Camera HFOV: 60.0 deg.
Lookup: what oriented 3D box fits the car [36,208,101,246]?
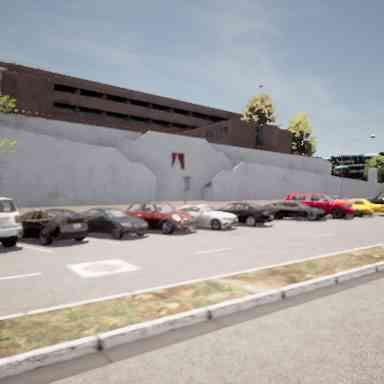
[{"bbox_3d":[-6.789,1.521,15.427,4.792,1.488,2.163,-1,-1,35],"label":"car"}]

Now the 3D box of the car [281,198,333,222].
[{"bbox_3d":[7.939,1.441,25.847,4.792,1.488,2.163,-1,-1,35],"label":"car"}]

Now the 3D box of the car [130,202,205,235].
[{"bbox_3d":[-1.894,1.353,18.919,4.553,1.767,2.185,-1,-1,35],"label":"car"}]

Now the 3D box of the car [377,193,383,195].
[{"bbox_3d":[20.106,1.099,34.573,5.566,2.045,2.435,-1,0,35],"label":"car"}]

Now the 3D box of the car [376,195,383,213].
[{"bbox_3d":[15.092,1.368,31.183,5.366,1.575,1.946,-1,0,35],"label":"car"}]

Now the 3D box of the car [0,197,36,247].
[{"bbox_3d":[-9.234,1.241,13.690,5.566,2.045,2.435,-1,-1,35],"label":"car"}]

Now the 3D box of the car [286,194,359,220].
[{"bbox_3d":[10.382,1.145,27.592,5.566,2.045,2.435,-1,-1,35],"label":"car"}]

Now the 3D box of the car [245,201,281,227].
[{"bbox_3d":[3.026,1.449,22.373,5.008,1.535,2.097,-1,0,35],"label":"car"}]

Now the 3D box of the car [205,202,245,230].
[{"bbox_3d":[0.577,1.505,20.641,4.674,1.452,2.002,-1,-1,35],"label":"car"}]

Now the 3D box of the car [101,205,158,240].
[{"bbox_3d":[-4.311,1.531,17.162,4.674,1.452,2.002,-1,-1,35],"label":"car"}]

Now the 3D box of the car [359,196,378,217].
[{"bbox_3d":[12.958,1.375,29.238,5.366,1.575,1.946,-1,-1,35],"label":"car"}]
